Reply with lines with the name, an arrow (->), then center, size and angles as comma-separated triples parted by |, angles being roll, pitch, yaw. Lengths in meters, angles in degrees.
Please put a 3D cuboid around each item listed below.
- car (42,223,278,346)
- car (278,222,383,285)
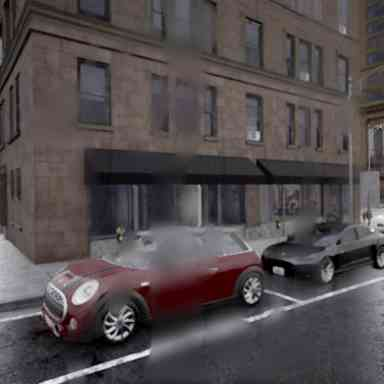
car -> -0.577, 1.437, 6.258 | 4.097, 1.590, 1.967 | 0, -1, -36
car -> 3.900, 1.558, 9.463 | 4.313, 1.339, 1.947 | 0, -1, -36
